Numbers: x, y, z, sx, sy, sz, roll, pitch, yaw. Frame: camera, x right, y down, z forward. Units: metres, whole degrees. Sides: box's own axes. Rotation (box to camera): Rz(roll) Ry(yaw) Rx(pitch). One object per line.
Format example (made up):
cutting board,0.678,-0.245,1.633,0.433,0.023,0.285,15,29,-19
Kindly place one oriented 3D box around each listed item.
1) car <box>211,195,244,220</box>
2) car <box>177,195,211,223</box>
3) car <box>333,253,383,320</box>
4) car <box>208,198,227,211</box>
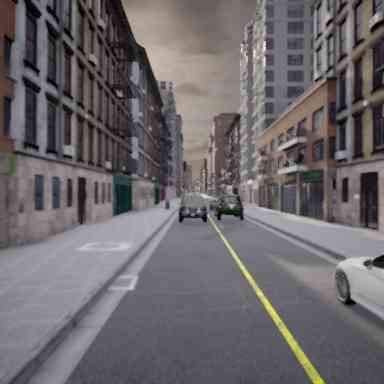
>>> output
car,3.116,1.271,28.814,2.150,2.045,5.566,0,0,0
car,0.076,1.258,26.357,2.150,2.045,5.566,0,0,0
car,3.908,1.550,5.199,1.812,1.442,4.674,0,0,0
car,3.148,1.547,42.732,2.128,1.511,4.902,0,0,1
